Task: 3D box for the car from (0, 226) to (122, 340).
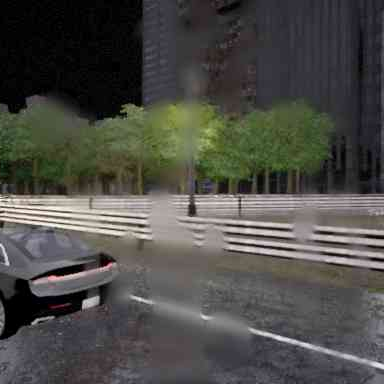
[{"bbox_3d":[-3.487,1.414,6.432,4.902,1.511,2.128,1,1,36],"label":"car"}]
